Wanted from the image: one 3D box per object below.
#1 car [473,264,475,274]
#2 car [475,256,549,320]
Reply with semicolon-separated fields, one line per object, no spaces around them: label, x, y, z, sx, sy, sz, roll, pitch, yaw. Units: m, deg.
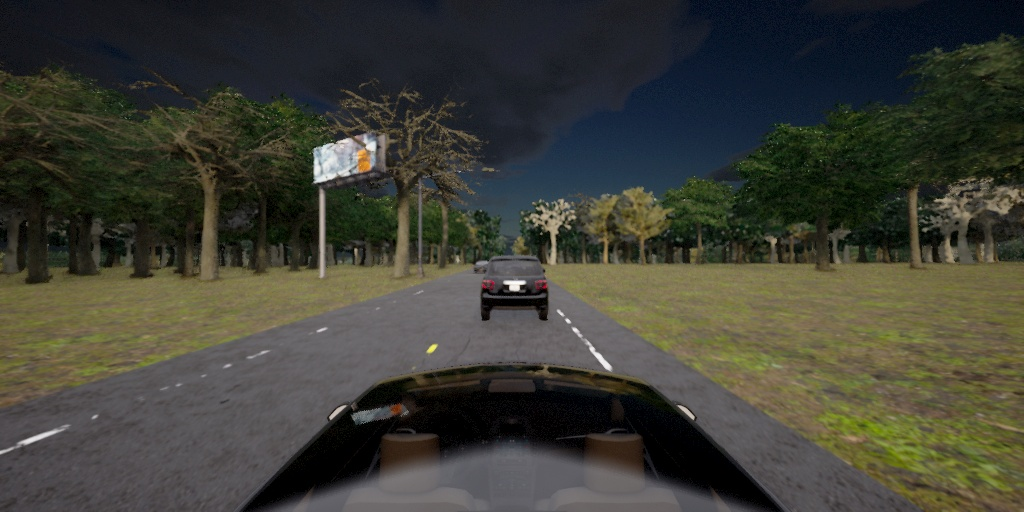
car;-3.583;1.324;43.562;1.882;1.535;5.008;0;0;0
car;0.087;1.024;13.108;2.150;2.045;5.566;0;0;0
